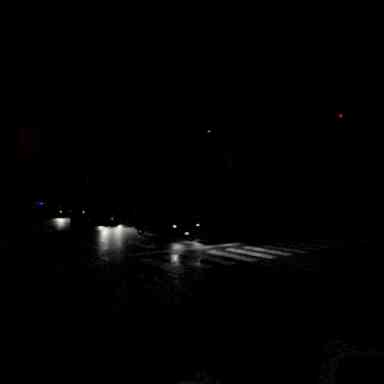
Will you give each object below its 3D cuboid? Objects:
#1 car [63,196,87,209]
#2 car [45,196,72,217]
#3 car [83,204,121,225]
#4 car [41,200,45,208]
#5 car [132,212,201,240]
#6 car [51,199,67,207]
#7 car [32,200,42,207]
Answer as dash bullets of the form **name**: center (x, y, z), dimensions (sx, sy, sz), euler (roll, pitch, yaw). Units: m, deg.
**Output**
- **car**: center (-19.497, 1.762, 55.278), dimensions (2.150, 2.045, 5.566), euler (1, -1, -35)
- **car**: center (-13.925, 1.555, 36.073), dimensions (2.150, 2.045, 5.566), euler (1, -1, -35)
- **car**: center (-7.398, 1.766, 26.976), dimensions (2.128, 1.511, 4.902), euler (1, -1, -36)
- **car**: center (-22.581, 2.094, 54.001), dimensions (1.895, 1.301, 4.718), euler (1, -1, -36)
- **car**: center (-1.529, 1.820, 18.811), dimensions (1.895, 1.301, 4.718), euler (1, -1, -36)
- **car**: center (-25.464, 2.098, 63.577), dimensions (1.837, 1.490, 4.892), euler (1, -1, -36)
- **car**: center (-28.733, 2.112, 62.554), dimensions (1.994, 1.385, 4.181), euler (1, -1, -36)
